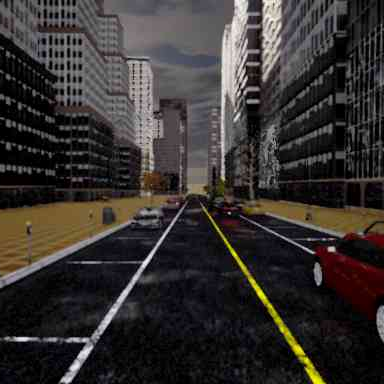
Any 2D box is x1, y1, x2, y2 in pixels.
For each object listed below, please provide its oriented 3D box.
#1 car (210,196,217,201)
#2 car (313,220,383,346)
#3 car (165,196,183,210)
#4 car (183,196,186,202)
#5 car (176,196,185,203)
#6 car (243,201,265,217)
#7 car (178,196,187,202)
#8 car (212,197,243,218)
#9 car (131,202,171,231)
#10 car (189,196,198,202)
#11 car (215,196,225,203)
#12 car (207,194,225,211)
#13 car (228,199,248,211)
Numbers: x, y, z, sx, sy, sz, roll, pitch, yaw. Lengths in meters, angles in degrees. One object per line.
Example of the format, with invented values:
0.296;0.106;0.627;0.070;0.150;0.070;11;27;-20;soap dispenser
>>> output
6.085;1.719;93.605;1.802;1.307;4.206;-1;0;0;car
3.778;1.501;6.152;1.882;1.535;5.008;0;0;3;car
-2.523;1.462;43.018;1.967;1.590;4.097;-1;0;0;car
-2.446;1.588;59.893;1.887;1.381;4.507;-1;0;0;car
-2.395;1.642;71.142;1.802;1.307;4.206;-1;0;0;car
5.809;1.575;31.902;1.752;1.417;4.829;-1;0;0;car
-2.345;1.628;82.392;2.008;1.369;4.403;-1;0;0;car
3.180;1.541;30.585;1.837;1.490;4.892;0;0;1;car
-2.621;1.551;20.518;2.008;1.369;4.403;-1;0;0;car
0.344;1.649;79.236;1.994;1.385;4.181;0;0;0;car
5.985;1.625;71.274;1.752;1.417;4.829;-1;0;0;car
3.185;1.271;42.511;2.150;2.045;5.566;0;0;0;car
5.859;1.627;42.980;1.947;1.339;4.313;-1;0;0;car
